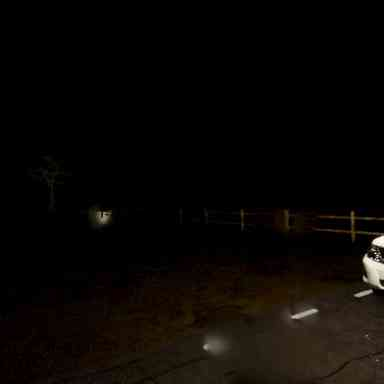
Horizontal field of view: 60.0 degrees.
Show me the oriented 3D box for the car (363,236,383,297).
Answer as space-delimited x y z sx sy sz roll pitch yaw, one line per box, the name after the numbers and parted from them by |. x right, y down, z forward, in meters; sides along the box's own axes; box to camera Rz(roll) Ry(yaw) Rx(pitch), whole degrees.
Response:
6.108 1.213 7.407 5.566 2.045 2.150 0 0 -35 | car
